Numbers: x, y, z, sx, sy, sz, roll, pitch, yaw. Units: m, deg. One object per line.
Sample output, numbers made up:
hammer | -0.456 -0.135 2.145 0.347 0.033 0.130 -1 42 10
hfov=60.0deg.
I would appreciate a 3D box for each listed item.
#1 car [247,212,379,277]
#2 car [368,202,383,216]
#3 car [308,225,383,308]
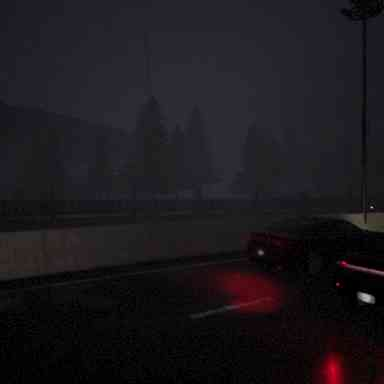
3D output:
car | 3.993 1.475 10.159 5.008 1.535 1.882 0 0 -30
car | 19.749 1.617 32.266 4.718 1.301 1.895 0 0 -16
car | 4.895 1.497 6.635 4.902 1.511 2.128 0 0 -31
